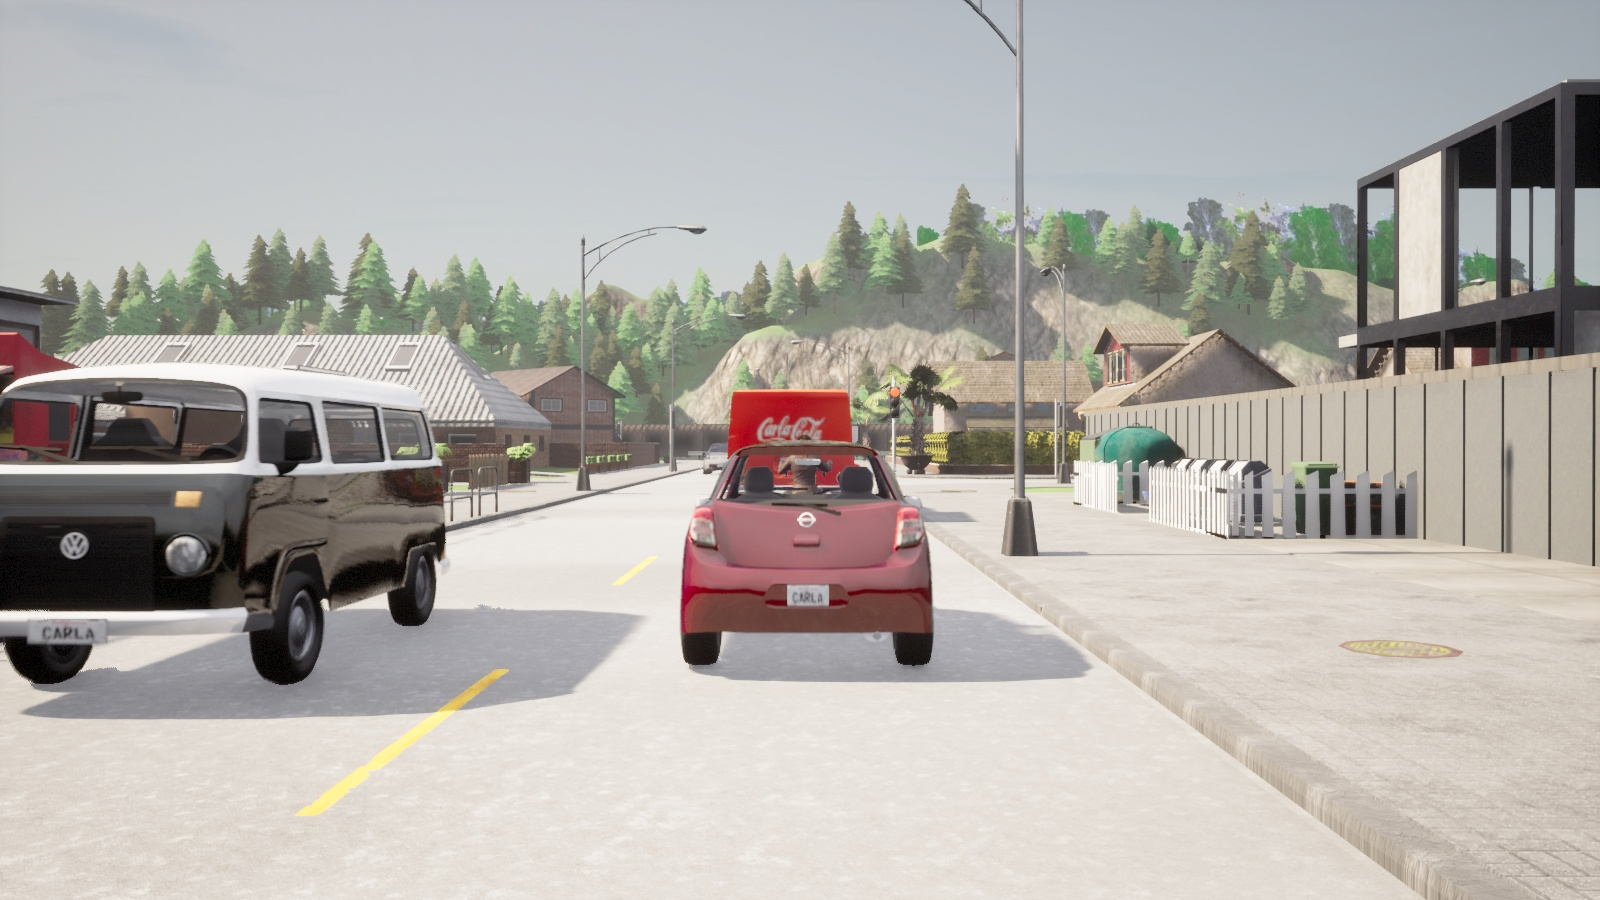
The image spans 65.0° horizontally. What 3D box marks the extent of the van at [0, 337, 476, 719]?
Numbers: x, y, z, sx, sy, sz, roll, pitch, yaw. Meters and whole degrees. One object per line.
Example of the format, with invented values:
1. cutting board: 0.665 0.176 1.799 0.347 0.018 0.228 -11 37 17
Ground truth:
1. van: -3.935 0.421 8.959 2.069 2.038 4.480 0 0 0

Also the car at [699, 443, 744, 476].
1. car: -3.662 0.436 59.137 1.845 1.501 3.633 0 0 0

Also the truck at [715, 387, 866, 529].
1. truck: -0.064 0.127 24.532 2.627 2.467 5.204 0 0 2

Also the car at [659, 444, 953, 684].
1. car: 0.059 0.707 9.698 1.845 1.501 3.633 0 0 1
